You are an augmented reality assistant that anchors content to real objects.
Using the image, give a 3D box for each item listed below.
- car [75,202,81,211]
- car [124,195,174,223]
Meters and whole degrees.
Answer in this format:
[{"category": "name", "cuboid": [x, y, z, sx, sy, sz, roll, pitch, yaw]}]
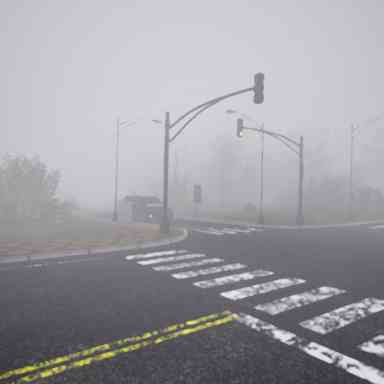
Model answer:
[{"category": "car", "cuboid": [-15.754, 1.765, 42.916, 1.994, 1.385, 4.181, 2, -1, -34]}, {"category": "car", "cuboid": [-3.598, 1.295, 26.008, 2.150, 2.045, 5.566, 2, -1, -36]}]
